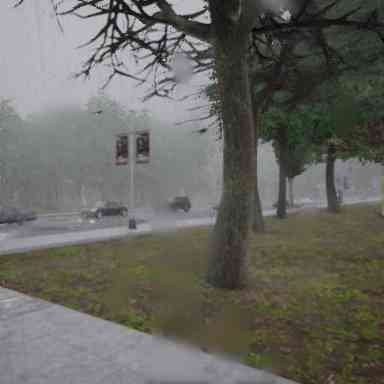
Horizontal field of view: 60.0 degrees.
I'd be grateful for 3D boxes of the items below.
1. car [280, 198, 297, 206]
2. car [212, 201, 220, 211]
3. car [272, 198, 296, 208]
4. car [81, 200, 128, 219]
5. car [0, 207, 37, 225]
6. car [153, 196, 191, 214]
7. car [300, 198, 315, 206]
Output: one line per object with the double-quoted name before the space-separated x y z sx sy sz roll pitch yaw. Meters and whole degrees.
"car" 18.734 1.842 64.417 1.812 1.442 4.674 -1 0 35
"car" 4.682 1.870 44.708 1.895 1.301 4.718 -1 0 35
"car" 14.476 1.814 52.850 2.033 1.411 5.357 -1 0 36
"car" -8.450 1.618 32.235 2.097 1.767 4.553 -1 0 35
"car" -14.186 1.799 24.194 2.033 1.411 5.357 -1 0 35
"car" -2.341 1.505 40.801 2.150 2.045 5.566 -1 0 35
"car" 21.940 1.817 63.304 1.812 1.442 4.674 -1 0 37
